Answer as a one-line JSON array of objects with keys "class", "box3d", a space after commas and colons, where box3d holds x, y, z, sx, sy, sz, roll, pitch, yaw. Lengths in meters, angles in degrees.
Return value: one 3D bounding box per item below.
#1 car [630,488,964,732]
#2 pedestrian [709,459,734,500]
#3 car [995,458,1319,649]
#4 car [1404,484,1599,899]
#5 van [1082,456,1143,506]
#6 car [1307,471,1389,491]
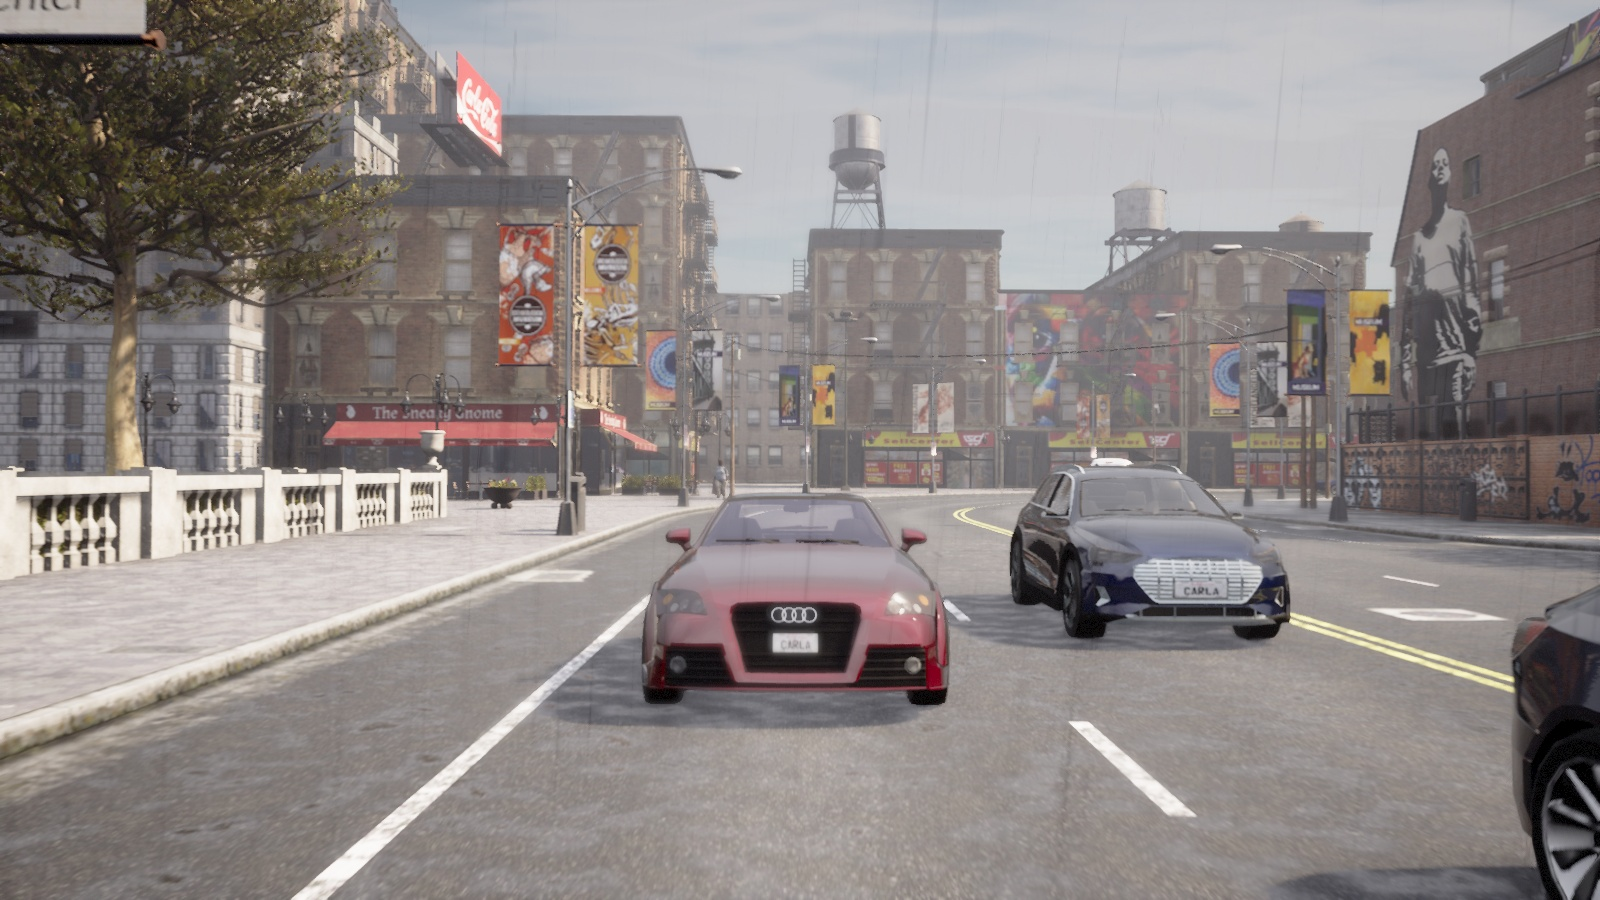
[{"class": "car", "box3d": [-0.022, 1.021, 9.605, 1.994, 1.385, 4.181, 0, -1, 0]}, {"class": "pedestrian", "box3d": [-3.611, 1.352, 57.447, 0.874, 1.855, 0.900, 0, -1, 17]}, {"class": "car", "box3d": [3.468, 0.929, 13.315, 2.033, 1.649, 4.856, 0, -1, 0]}, {"class": "car", "box3d": [3.491, 0.837, 2.587, 2.163, 1.488, 4.792, 0, -1, 0]}, {"class": "van", "box3d": [13.218, 1.283, 52.913, 2.069, 2.038, 4.480, -1, -1, 19]}, {"class": "car", "box3d": [36.031, 2.018, 82.610, 4.718, 1.301, 1.895, 0, -1, -11]}]
